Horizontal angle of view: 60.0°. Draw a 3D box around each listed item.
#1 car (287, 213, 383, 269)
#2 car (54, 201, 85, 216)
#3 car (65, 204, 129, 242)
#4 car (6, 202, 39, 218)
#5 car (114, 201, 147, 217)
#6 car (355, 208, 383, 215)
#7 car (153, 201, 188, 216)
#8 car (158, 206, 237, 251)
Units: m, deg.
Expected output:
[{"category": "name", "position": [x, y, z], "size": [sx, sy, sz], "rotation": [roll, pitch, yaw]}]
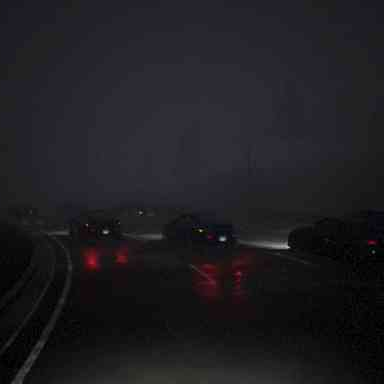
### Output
[{"category": "car", "position": [5.045, 1.528, 11.207], "size": [1.994, 1.385, 4.181], "rotation": [0, 0, -17]}, {"category": "car", "position": [-11.607, 1.574, 31.966], "size": [1.882, 1.535, 5.008], "rotation": [0, 0, -41]}, {"category": "car", "position": [-4.890, 1.567, 16.603], "size": [1.812, 1.442, 4.674], "rotation": [0, 0, -29]}, {"category": "car", "position": [-16.103, 1.656, 31.705], "size": [1.812, 1.442, 4.674], "rotation": [0, 0, -43]}, {"category": "car", "position": [-5.917, 1.557, 30.568], "size": [1.837, 1.490, 4.892], "rotation": [0, 0, -38]}, {"category": "car", "position": [7.770, 1.422, 14.031], "size": [1.882, 1.535, 5.008], "rotation": [0, 0, -19]}, {"category": "car", "position": [-1.892, 1.547, 31.046], "size": [1.812, 1.442, 4.674], "rotation": [0, 0, -36]}, {"category": "car", "position": [0.222, 1.527, 14.241], "size": [1.812, 1.442, 4.674], "rotation": [0, 0, -23]}]
